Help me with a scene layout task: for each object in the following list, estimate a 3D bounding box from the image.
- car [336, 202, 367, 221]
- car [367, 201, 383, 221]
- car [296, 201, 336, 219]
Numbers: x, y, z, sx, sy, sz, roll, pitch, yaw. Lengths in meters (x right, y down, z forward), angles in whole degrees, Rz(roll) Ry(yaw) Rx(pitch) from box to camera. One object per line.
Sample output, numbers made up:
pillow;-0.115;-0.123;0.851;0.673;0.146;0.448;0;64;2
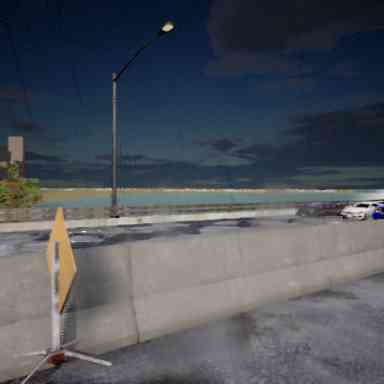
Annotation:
car;13.864;1.508;26.607;4.674;1.442;1.812;0;0;-35
car;14.757;1.205;22.964;5.566;2.045;2.150;0;0;-35
car;11.468;1.530;29.206;5.357;1.411;2.033;0;0;-35
